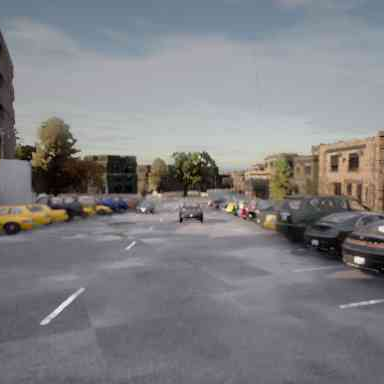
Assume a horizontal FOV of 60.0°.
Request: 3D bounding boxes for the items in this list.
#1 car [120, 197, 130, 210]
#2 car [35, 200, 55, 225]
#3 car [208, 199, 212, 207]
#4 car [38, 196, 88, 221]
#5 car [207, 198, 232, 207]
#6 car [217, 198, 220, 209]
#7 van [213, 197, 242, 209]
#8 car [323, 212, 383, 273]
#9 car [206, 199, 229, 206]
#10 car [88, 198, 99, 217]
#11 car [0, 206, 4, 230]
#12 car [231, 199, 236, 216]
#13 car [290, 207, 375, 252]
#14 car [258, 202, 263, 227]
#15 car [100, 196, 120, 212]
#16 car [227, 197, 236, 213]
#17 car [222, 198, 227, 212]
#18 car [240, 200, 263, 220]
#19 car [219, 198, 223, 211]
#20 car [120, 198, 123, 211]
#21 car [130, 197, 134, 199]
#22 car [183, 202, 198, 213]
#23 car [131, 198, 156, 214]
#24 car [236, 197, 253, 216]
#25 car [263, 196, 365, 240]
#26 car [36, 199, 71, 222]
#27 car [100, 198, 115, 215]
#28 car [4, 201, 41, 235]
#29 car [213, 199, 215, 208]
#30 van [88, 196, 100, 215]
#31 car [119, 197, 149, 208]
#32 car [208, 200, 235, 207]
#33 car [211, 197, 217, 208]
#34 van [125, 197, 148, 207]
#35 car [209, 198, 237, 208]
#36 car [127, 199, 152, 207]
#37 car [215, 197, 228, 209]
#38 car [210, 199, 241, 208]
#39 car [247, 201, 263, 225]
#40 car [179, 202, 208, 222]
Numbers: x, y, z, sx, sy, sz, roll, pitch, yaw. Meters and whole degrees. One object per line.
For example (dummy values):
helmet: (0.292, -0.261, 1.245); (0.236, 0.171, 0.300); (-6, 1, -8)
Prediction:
car: (-11.697, 1.653, 44.715); (5.566, 2.045, 2.435); (0, -1, -20)
car: (-11.655, 1.533, 20.679); (5.366, 1.575, 1.946); (-1, 0, -20)
car: (5.790, 1.994, 52.964); (5.366, 1.575, 1.946); (1, -1, -21)
car: (-11.556, 1.349, 26.718); (5.566, 2.045, 2.435); (-1, 0, -20)
car: (5.673, 2.132, 67.751); (4.553, 1.767, 2.185); (1, -1, -21)
car: (6.126, 1.796, 41.290); (4.892, 1.521, 2.231); (1, -1, -21)
van: (6.029, 1.828, 56.014); (4.442, 1.987, 1.878); (1, -1, -21)
car: (6.388, 1.449, 9.016); (4.892, 1.521, 2.231); (1, 0, -20)
car: (5.586, 2.402, 73.654); (4.674, 1.452, 2.002); (1, -1, -21)
car: (-11.380, 1.638, 29.785); (5.366, 1.575, 1.946); (-1, -1, -20)
car: (-11.418, 1.523, 14.774); (4.792, 1.488, 2.163); (-1, -1, -20)
car: (6.264, 1.638, 29.547); (4.674, 1.452, 2.002); (1, -1, -20)
car: (6.377, 1.450, 11.954); (4.892, 1.521, 2.231); (1, -1, -20)
car: (6.525, 1.474, 17.881); (5.366, 1.575, 1.946); (1, -1, -20)
car: (-11.674, 1.546, 38.697); (5.566, 2.045, 2.435); (0, -1, -20)
car: (6.203, 1.517, 32.482); (4.553, 1.767, 2.185); (1, -1, -20)
car: (6.194, 1.692, 35.421); (5.008, 1.535, 2.097); (1, -1, -21)
car: (6.304, 1.524, 23.684); (5.008, 1.535, 2.097); (1, -1, -20)
car: (6.159, 1.745, 38.358); (4.892, 1.521, 2.231); (1, -1, -21)
car: (-11.661, 1.851, 41.708); (4.892, 1.521, 2.231); (0, -1, -20)
car: (-11.648, 2.013, 50.745); (4.892, 1.521, 2.231); (-1, -1, -20)
car: (-0.217, 1.962, 43.020); (1.895, 1.301, 4.718); (0, -1, -1)
car: (-5.337, 1.782, 38.704); (2.128, 1.511, 4.902); (0, -1, 0)
car: (6.258, 1.433, 26.617); (4.553, 1.767, 2.185); (1, -1, -20)
car: (6.397, 1.210, 14.901); (5.566, 2.045, 2.435); (1, -1, -20)
car: (-11.679, 1.562, 23.671); (5.366, 1.575, 1.946); (-1, 0, -20)
car: (-11.442, 1.739, 35.776); (5.366, 1.575, 1.946); (0, -1, -20)
car: (-11.290, 1.504, 17.817); (5.366, 1.575, 1.946); (-1, -1, -20)
car: (6.024, 1.927, 47.150); (4.792, 1.488, 2.163); (1, -1, -21)
van: (-11.695, 1.466, 32.675); (4.442, 1.987, 1.878); (0, -1, -20)
car: (-11.426, 2.028, 65.775); (5.566, 2.045, 2.435); (-1, -1, -19)
car: (5.784, 2.237, 64.820); (4.792, 1.488, 2.163); (1, -1, -21)
car: (6.017, 1.949, 50.095); (5.008, 1.535, 2.097); (1, -1, -21)
van: (-11.516, 2.108, 68.718); (4.442, 1.987, 1.878); (-1, -1, -19)
car: (5.784, 2.029, 61.853); (4.553, 1.767, 2.185); (1, -1, -21)
car: (-11.354, 2.386, 71.752); (5.008, 1.535, 2.097); (-1, -1, -19)
car: (6.101, 1.846, 44.224); (5.008, 1.535, 2.097); (1, -1, -21)
car: (5.873, 2.103, 58.908); (5.008, 1.535, 2.097); (1, -1, -21)
car: (6.338, 1.498, 20.753); (5.008, 1.535, 2.097); (1, 0, -20)
car: (-0.057, 1.590, 27.260); (2.128, 1.511, 4.902); (0, -1, 0)
